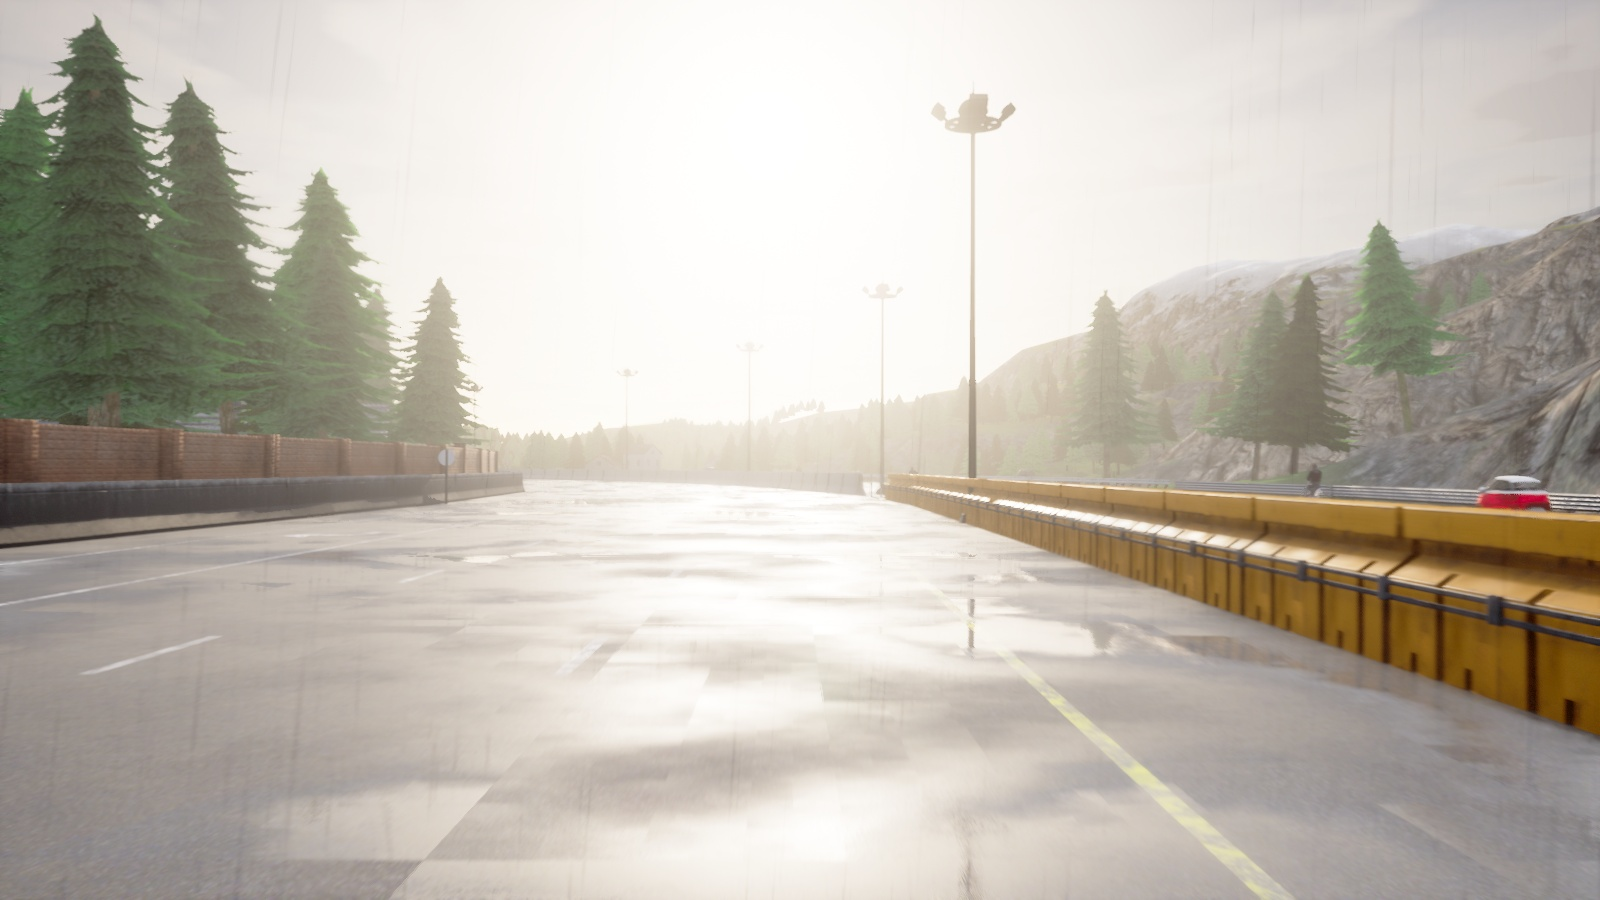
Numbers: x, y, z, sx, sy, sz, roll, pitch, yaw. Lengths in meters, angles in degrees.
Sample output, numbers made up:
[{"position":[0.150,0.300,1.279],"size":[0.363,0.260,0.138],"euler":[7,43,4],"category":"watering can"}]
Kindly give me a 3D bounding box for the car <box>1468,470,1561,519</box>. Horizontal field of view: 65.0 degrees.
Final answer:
[{"position":[20.929,1.273,36.860],"size":[1.481,1.376,2.207],"euler":[0,0,0],"category":"car"}]
